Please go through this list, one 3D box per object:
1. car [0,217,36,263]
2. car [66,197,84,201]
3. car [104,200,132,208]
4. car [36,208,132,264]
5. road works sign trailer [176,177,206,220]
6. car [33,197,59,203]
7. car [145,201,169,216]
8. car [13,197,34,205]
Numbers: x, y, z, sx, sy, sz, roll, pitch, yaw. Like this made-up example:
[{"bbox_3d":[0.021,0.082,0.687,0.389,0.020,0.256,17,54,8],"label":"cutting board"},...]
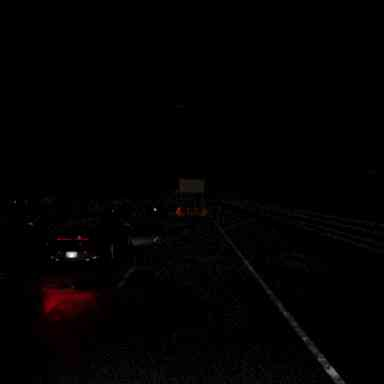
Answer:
[{"bbox_3d":[-6.904,1.583,12.070,1.994,1.385,4.181,0,0,0],"label":"car"},{"bbox_3d":[-17.585,1.462,49.828,2.097,1.767,4.553,0,-1,0],"label":"car"},{"bbox_3d":[-6.911,1.528,31.423,1.882,1.535,5.008,0,0,0],"label":"car"},{"bbox_3d":[-3.404,1.524,11.825,1.837,1.490,4.892,0,0,0],"label":"car"},{"bbox_3d":[-0.011,0.510,28.142,2.380,3.560,2.880,0,0,0],"label":"road works sign trailer"},{"bbox_3d":[-21.085,1.629,49.088,1.812,1.442,4.674,0,-1,0],"label":"car"},{"bbox_3d":[-3.412,1.617,32.829,1.994,1.385,4.181,0,0,0],"label":"car"},{"bbox_3d":[-24.582,1.459,49.609,2.097,1.767,4.553,0,-1,0],"label":"car"}]
